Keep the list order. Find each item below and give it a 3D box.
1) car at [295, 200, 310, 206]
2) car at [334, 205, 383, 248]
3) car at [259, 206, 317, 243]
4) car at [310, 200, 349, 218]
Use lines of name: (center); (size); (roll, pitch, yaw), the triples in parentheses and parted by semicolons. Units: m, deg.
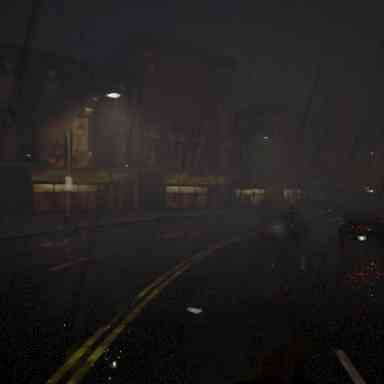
car: (12.382, 1.665, 35.097); (4.892, 1.490, 1.837); (0, 0, -35)
car: (7.927, 1.589, 15.375); (1.837, 1.490, 4.892); (-1, -1, 28)
car: (4.831, 1.635, 16.835); (1.994, 1.385, 4.181); (0, 0, 28)
car: (13.696, 1.684, 31.750); (4.674, 1.442, 1.812); (0, 0, -35)
